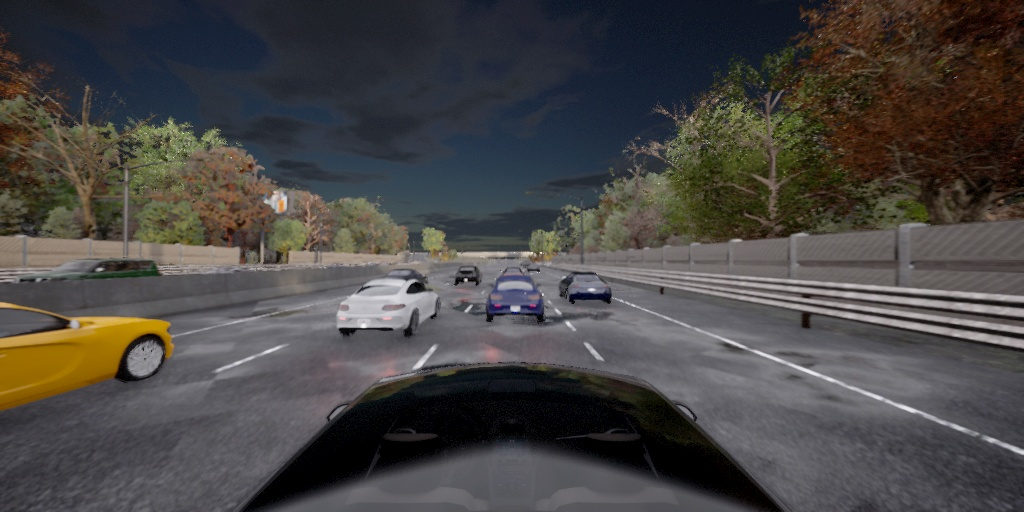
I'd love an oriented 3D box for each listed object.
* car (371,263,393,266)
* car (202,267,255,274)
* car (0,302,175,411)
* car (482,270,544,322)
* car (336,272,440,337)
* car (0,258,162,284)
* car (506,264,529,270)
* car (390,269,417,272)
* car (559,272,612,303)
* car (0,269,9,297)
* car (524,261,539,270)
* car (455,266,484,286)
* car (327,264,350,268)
[{"bbox_3d":[-21.026,1.844,59.560,1.882,1.535,5.008,0,-1,1],"label":"car"},{"bbox_3d":[-17.597,1.453,21.970,2.128,1.511,4.902,0,-1,0],"label":"car"},{"bbox_3d":[-6.900,1.254,4.246,1.882,1.535,5.008,0,-1,0],"label":"car"},{"bbox_3d":[0.101,1.390,12.760,1.812,1.442,4.674,0,-1,0],"label":"car"},{"bbox_3d":[-3.398,1.367,10.527,1.812,1.442,4.674,0,-1,0],"label":"car"},{"bbox_3d":[-21.099,1.143,18.228,2.150,2.045,5.566,0,-1,0],"label":"car"},{"bbox_3d":[0.105,1.604,29.527,1.994,1.385,4.181,0,-1,0],"label":"car"},{"bbox_3d":[-6.899,1.521,23.177,2.033,1.411,5.357,0,-1,0],"label":"car"},{"bbox_3d":[3.500,1.480,17.753,1.994,1.385,4.181,0,-1,0],"label":"car"},{"bbox_3d":[-28.098,1.414,16.902,1.837,1.490,4.892,0,-1,0],"label":"car"},{"bbox_3d":[3.504,1.939,60.398,1.994,1.385,4.181,0,-1,0],"label":"car"},{"bbox_3d":[-3.398,1.538,28.823,1.837,1.490,4.892,0,-1,0],"label":"car"},{"bbox_3d":[-28.013,1.950,57.983,1.895,1.301,4.718,0,-1,1],"label":"car"}]
